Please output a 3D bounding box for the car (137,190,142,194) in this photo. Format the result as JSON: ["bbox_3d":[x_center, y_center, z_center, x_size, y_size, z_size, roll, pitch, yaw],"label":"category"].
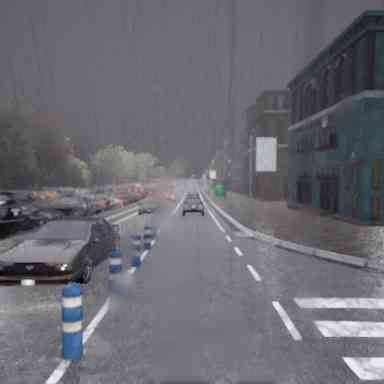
[{"bbox_3d":[-9.648,0.827,44.488,5.008,1.535,2.097,0,2,1],"label":"car"}]

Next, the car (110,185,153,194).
[{"bbox_3d":[-9.600,0.288,52.830,5.566,2.045,2.435,0,2,1],"label":"car"}]

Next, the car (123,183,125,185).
[{"bbox_3d":[-22.242,-1.171,91.878,5.566,2.045,2.435,0,2,1],"label":"car"}]

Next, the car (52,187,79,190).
[{"bbox_3d":[-22.596,0.181,55.700,5.566,2.045,2.435,0,2,1],"label":"car"}]

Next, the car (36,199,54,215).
[{"bbox_3d":[-9.920,1.257,16.623,4.892,1.521,2.231,0,0,1],"label":"car"}]

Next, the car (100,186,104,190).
[{"bbox_3d":[-22.489,-0.154,72.407,4.792,1.488,2.163,0,2,1],"label":"car"}]

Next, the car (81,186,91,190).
[{"bbox_3d":[-22.545,0.166,64.060,4.674,1.452,2.002,0,2,1],"label":"car"}]

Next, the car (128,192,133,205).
[{"bbox_3d":[-9.711,1.022,38.913,4.674,1.452,2.002,0,2,1],"label":"car"}]

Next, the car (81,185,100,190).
[{"bbox_3d":[-22.494,-0.079,69.625,4.892,1.521,2.231,0,2,1],"label":"car"}]

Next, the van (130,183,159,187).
[{"bbox_3d":[-9.552,-0.198,66.738,4.442,1.987,1.878,0,2,1],"label":"van"}]

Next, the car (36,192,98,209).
[{"bbox_3d":[-9.813,1.095,24.983,4.553,1.767,2.185,0,1,1],"label":"car"}]

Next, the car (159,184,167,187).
[{"bbox_3d":[-9.141,-0.389,77.869,5.366,1.575,1.946,0,2,1],"label":"car"}]

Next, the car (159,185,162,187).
[{"bbox_3d":[-9.414,-0.075,69.527,5.008,1.535,2.097,0,2,1],"label":"car"}]

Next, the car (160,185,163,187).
[{"bbox_3d":[-9.376,-0.178,72.308,5.008,1.535,2.097,0,2,1],"label":"car"}]

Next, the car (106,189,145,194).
[{"bbox_3d":[-9.597,0.768,47.275,4.792,1.488,2.163,0,2,1],"label":"car"}]

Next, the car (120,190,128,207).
[{"bbox_3d":[-9.766,0.922,36.123,4.553,1.767,2.185,0,1,1],"label":"car"}]

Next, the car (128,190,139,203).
[{"bbox_3d":[-9.675,0.909,41.700,5.008,1.535,2.097,0,2,1],"label":"car"}]

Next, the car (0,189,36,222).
[{"bbox_3d":[-9.982,0.995,13.835,5.566,2.045,2.435,0,0,1],"label":"car"}]

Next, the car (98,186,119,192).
[{"bbox_3d":[-22.302,-0.814,89.104,5.008,1.535,2.097,0,2,1],"label":"car"}]

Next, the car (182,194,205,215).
[{"bbox_3d":[0.114,1.184,28.782,2.033,1.411,5.357,0,1,0],"label":"car"}]

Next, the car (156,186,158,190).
[{"bbox_3d":[-9.469,0.132,63.964,4.892,1.521,2.231,0,2,1],"label":"car"}]

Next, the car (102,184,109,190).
[{"bbox_3d":[-22.405,-0.538,75.181,5.566,2.045,2.435,0,2,1],"label":"car"}]

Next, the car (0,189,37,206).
[{"bbox_3d":[-22.790,0.656,41.651,5.566,2.045,2.435,0,2,1],"label":"car"}]

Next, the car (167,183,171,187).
[{"bbox_3d":[-9.132,-1.146,94.552,4.553,1.767,2.185,0,2,1],"label":"car"}]

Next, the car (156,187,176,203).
[{"bbox_3d":[-3.294,0.587,46.105,2.097,1.767,4.553,0,2,0],"label":"car"}]

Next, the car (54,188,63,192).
[{"bbox_3d":[-22.675,0.640,50.020,5.008,1.535,2.097,0,2,1],"label":"car"}]

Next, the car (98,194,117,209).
[{"bbox_3d":[-9.819,1.181,30.559,4.792,1.488,2.163,0,1,1],"label":"car"}]

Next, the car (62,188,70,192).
[{"bbox_3d":[-22.837,0.531,52.928,5.366,1.575,1.946,0,2,1],"label":"car"}]

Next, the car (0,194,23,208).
[{"bbox_3d":[-22.794,0.980,38.870,5.008,1.535,2.097,0,1,1],"label":"car"}]

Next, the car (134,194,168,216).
[{"bbox_3d":[-3.332,1.155,27.999,1.837,1.490,4.892,0,1,0],"label":"car"}]

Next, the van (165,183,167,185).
[{"bbox_3d":[-9.155,-0.819,83.361,4.442,1.987,1.878,0,2,1],"label":"van"}]

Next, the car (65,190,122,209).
[{"bbox_3d":[-9.794,0.979,33.344,4.553,1.767,2.185,0,1,1],"label":"car"}]

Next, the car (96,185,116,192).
[{"bbox_3d":[-22.292,-0.833,86.316,4.553,1.767,2.185,0,2,1],"label":"car"}]

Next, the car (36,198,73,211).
[{"bbox_3d":[-9.870,1.286,19.402,4.792,1.488,2.163,0,0,1],"label":"car"}]

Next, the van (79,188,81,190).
[{"bbox_3d":[-22.480,0.104,58.483,4.442,1.987,1.878,0,2,1],"label":"van"}]

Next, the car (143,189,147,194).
[{"bbox_3d":[-9.596,0.681,50.059,4.674,1.452,2.002,0,2,1],"label":"car"}]

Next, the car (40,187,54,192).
[{"bbox_3d":[-22.738,0.612,47.233,4.553,1.767,2.185,0,2,1],"label":"car"}]

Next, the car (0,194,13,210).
[{"bbox_3d":[-22.631,1.041,36.079,5.366,1.575,1.946,0,1,1],"label":"car"}]

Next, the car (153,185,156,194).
[{"bbox_3d":[-9.460,0.112,61.053,4.553,1.767,2.185,0,2,1],"label":"car"}]

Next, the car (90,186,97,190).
[{"bbox_3d":[-22.520,0.023,66.841,5.008,1.535,2.097,0,2,1],"label":"car"}]

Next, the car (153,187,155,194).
[{"bbox_3d":[-9.703,0.332,58.403,5.366,1.575,1.946,0,2,1],"label":"car"}]

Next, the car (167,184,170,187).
[{"bbox_3d":[-9.193,-0.874,91.778,4.674,1.452,2.002,0,2,1],"label":"car"}]

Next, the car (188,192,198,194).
[{"bbox_3d":[0.139,0.671,47.932,2.128,1.511,4.902,0,2,0],"label":"car"}]

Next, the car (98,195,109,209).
[{"bbox_3d":[-9.788,1.220,27.772,4.792,1.488,2.163,0,1,1],"label":"car"}]

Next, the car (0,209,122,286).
[{"bbox_3d":[-3.346,1.434,9.448,2.033,1.411,5.357,0,1,0],"label":"car"}]

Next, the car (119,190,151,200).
[{"bbox_3d":[-9.539,0.437,55.620,5.008,1.535,2.097,0,2,1],"label":"car"}]
